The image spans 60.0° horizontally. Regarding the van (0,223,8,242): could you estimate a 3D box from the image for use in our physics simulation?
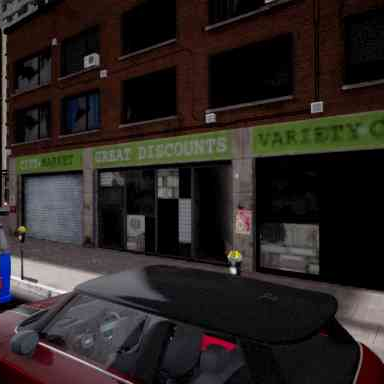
[{"bbox_3d":[-5.123,1.343,6.379,3.998,1.788,1.690,0,0,35],"label":"van"}]

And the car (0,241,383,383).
[{"bbox_3d":[-0.490,1.440,3.075,4.097,1.590,1.967,0,0,35],"label":"car"}]
